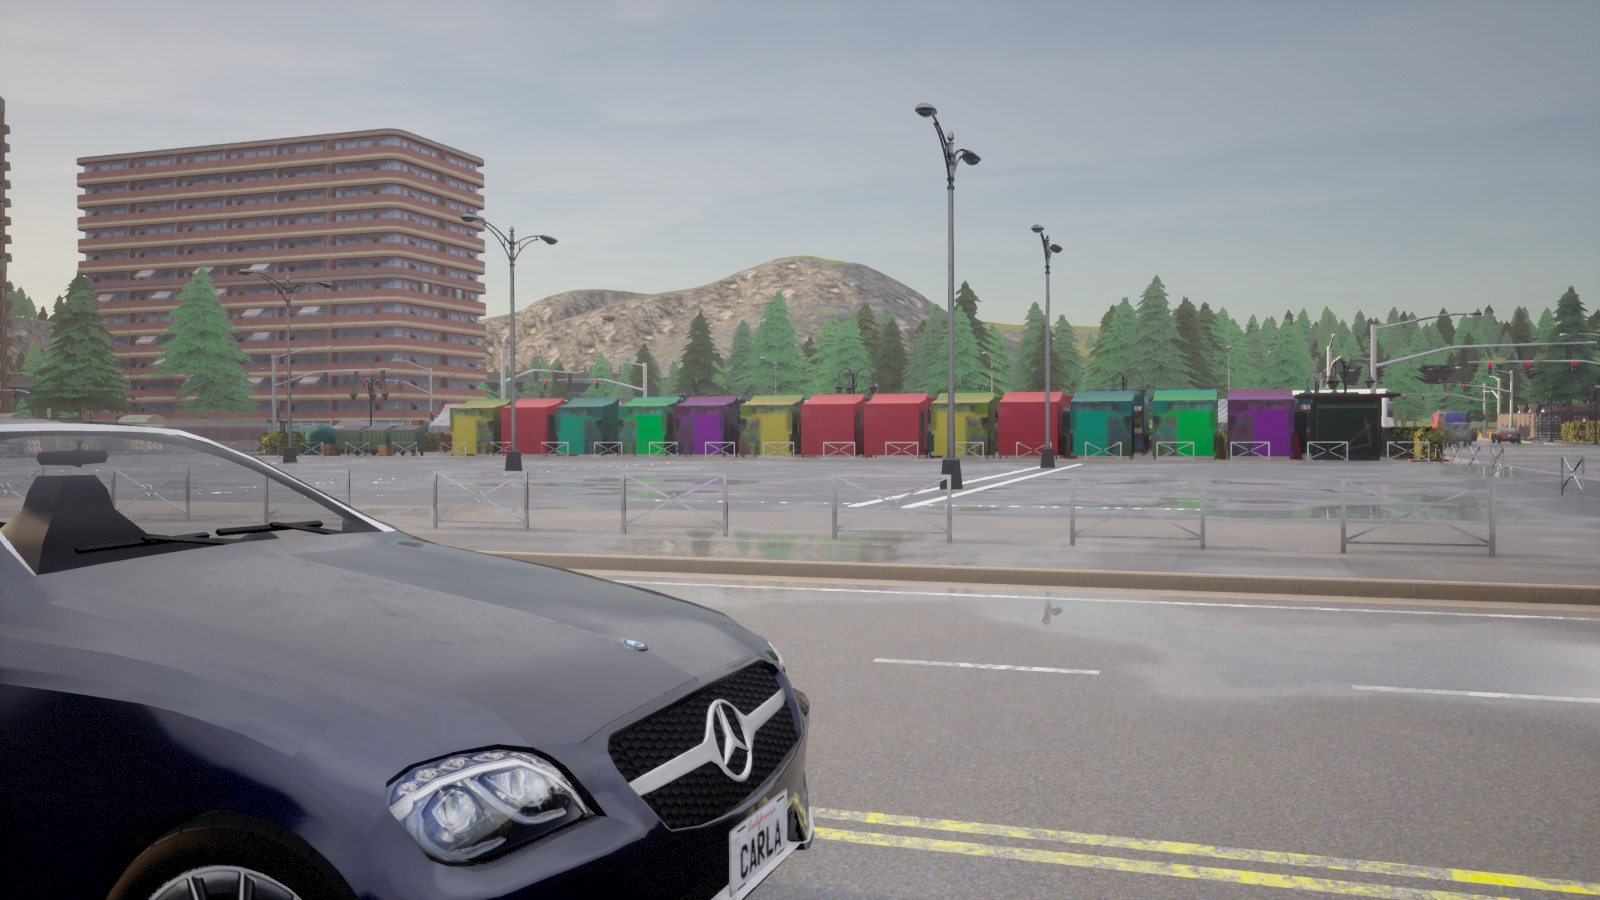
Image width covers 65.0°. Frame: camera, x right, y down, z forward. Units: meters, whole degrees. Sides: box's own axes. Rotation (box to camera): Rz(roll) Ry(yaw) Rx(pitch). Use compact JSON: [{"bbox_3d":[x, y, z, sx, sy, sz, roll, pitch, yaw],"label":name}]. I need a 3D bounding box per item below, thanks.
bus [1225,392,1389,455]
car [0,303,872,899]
[{"bbox_3d":[36.171,-1.851,89.753,10.273,4.253,3.944,1,0,33],"label":"bus"},{"bbox_3d":[-2.485,0.531,4.025,5.027,1.651,2.152,1,1,19],"label":"car"}]
